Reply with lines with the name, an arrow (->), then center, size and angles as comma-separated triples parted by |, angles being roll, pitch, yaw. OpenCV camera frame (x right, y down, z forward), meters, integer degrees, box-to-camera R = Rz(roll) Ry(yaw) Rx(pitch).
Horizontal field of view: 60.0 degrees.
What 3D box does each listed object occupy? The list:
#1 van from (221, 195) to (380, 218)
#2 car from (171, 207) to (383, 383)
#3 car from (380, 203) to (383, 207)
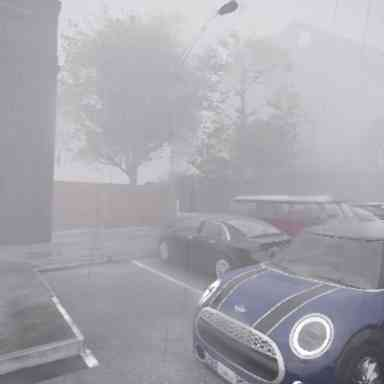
van -> 3.147, 1.083, 10.602 | 1.878, 1.987, 4.442 | -2, 1, -32
car -> 2.243, 1.288, 4.745 | 4.553, 1.767, 2.097 | -1, 1, -33
car -> 5.442, 1.224, 12.210 | 2.231, 1.521, 4.892 | -2, 1, -32
